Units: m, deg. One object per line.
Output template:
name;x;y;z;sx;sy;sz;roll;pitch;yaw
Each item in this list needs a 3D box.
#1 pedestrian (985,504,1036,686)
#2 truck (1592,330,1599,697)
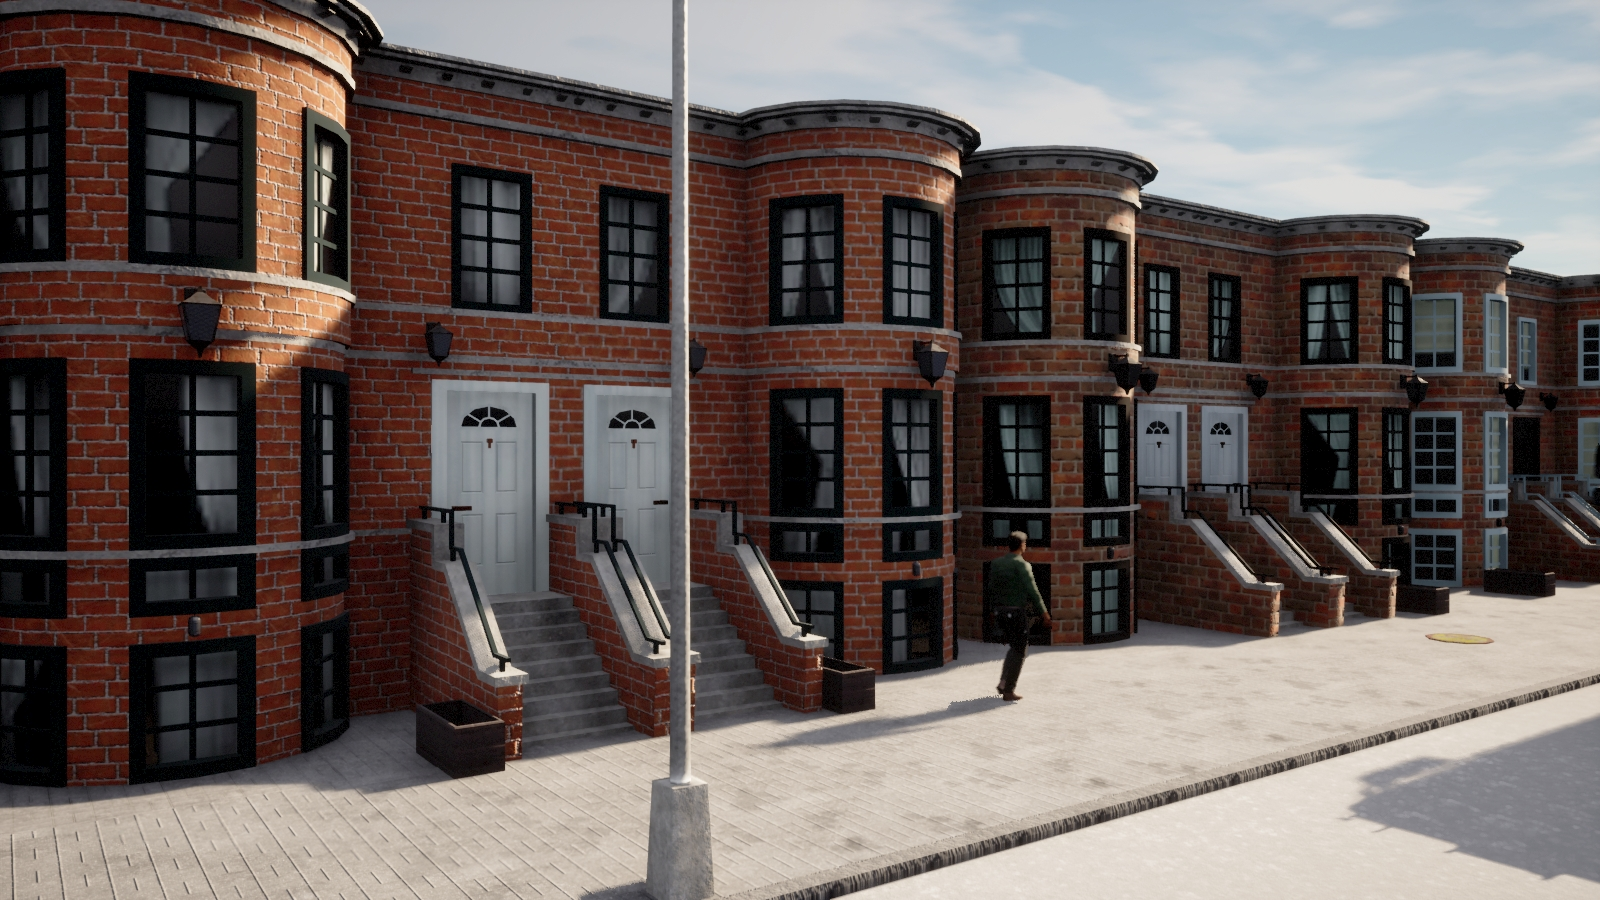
pedestrian;2.236;1.521;12.149;0.375;1.860;0.375;0;0;-38
truck;12.616;0.663;13.234;8.468;3.827;2.891;0;0;-35
